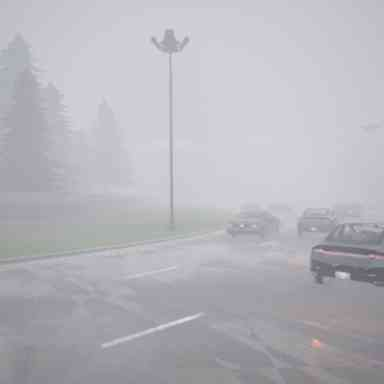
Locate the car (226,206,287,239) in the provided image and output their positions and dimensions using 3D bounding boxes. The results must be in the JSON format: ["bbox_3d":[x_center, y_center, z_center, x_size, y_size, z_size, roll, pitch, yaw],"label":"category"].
[{"bbox_3d":[3.612,1.736,18.715,2.033,1.411,5.357,-1,-1,27],"label":"car"}]

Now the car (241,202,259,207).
[{"bbox_3d":[7.533,1.997,42.929,1.994,1.385,4.181,-1,-1,-1],"label":"car"}]

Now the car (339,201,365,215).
[{"bbox_3d":[14.243,1.801,31.515,1.994,1.385,4.181,0,-1,5],"label":"car"}]

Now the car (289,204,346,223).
[{"bbox_3d":[7.186,1.647,18.738,2.128,1.511,4.902,-1,-1,28],"label":"car"}]

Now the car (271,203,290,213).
[{"bbox_3d":[11.091,1.992,42.237,1.895,1.301,4.718,-1,-1,-1],"label":"car"}]

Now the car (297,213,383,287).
[{"bbox_3d":[4.796,1.555,8.864,2.128,1.511,4.902,-1,-1,41],"label":"car"}]
